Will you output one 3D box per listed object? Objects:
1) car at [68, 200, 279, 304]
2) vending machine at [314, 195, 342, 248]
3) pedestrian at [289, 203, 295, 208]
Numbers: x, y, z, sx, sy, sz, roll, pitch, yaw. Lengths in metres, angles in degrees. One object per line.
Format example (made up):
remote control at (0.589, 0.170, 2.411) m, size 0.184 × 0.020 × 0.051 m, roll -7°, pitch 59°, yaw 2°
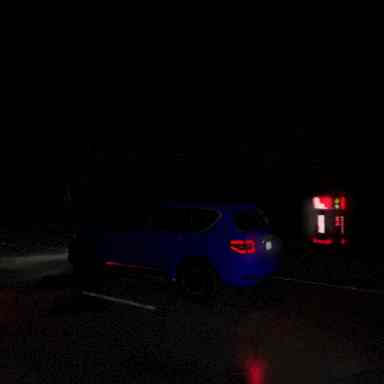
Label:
car at (-0.656, 1.221, 8.380) m, size 5.566 × 2.045 × 2.150 m, roll 0°, pitch 0°, yaw 32°
vending machine at (5.644, 1.164, 13.773) m, size 0.880 × 2.100 × 1.100 m, roll 0°, pitch 0°, yaw 33°
pedestrian at (3.872, 1.118, 13.535) m, size 0.375 × 1.860 × 0.375 m, roll 0°, pitch 1°, yaw 33°
